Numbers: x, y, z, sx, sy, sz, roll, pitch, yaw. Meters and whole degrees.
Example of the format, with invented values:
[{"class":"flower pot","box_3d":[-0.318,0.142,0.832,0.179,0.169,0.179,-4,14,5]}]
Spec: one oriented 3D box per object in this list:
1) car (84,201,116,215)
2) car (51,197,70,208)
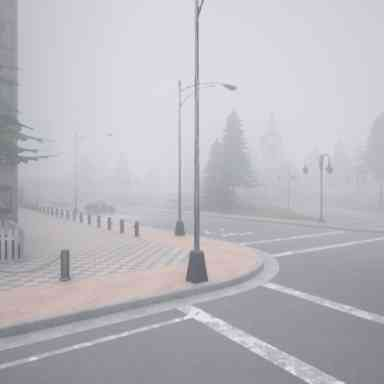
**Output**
[{"class":"car","box_3d":[-9.487,1.581,34.279,1.895,1.301,4.718,0,0,-35]},{"class":"car","box_3d":[-19.273,1.481,48.512,1.837,1.490,4.892,0,0,-35]}]
